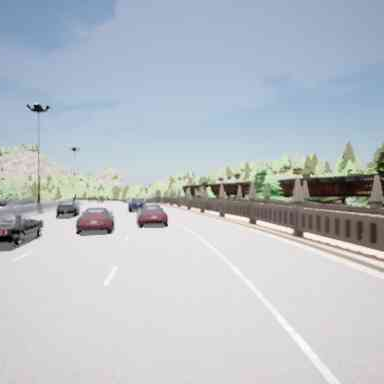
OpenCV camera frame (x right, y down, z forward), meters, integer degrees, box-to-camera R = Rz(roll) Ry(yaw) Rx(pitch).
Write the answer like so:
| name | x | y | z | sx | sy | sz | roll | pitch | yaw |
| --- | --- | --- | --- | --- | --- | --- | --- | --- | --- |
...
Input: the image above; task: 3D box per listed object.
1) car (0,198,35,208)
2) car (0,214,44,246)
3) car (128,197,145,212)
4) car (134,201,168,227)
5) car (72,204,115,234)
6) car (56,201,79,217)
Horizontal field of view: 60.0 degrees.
| name | x | y | z | sx | sy | sz | roll | pitch | yaw |
| --- | --- | --- | --- | --- | --- | --- | --- | --- | --- |
| car | -21.317 | 1.720 | 40.775 | 2.033 | 1.411 | 5.357 | 0 | 0 | -13 |
| car | -8.333 | 1.658 | 15.267 | 1.895 | 1.301 | 4.718 | 0 | 0 | -9 |
| car | -6.731 | 1.430 | 40.678 | 2.097 | 1.767 | 4.553 | 0 | 0 | -13 |
| car | -2.855 | 1.595 | 23.480 | 1.994 | 1.385 | 4.181 | 0 | 0 | -12 |
| car | -5.687 | 1.609 | 19.963 | 1.994 | 1.385 | 4.181 | 0 | 0 | -11 |
| car | -12.064 | 1.594 | 32.694 | 2.128 | 1.511 | 4.902 | 0 | 0 | -13 |
